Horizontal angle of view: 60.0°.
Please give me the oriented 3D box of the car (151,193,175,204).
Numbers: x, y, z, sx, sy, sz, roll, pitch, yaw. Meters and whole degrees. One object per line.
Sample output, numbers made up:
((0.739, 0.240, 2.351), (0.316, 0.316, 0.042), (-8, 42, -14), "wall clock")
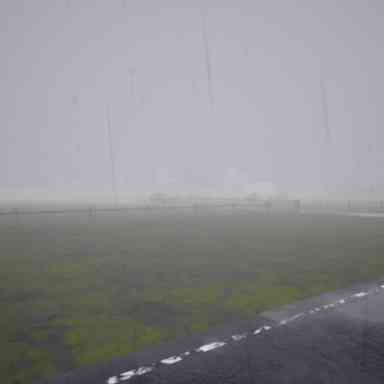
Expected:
((-5.150, 1.121, 59.437), (2.150, 2.045, 5.566), (1, -1, -40), "car")
